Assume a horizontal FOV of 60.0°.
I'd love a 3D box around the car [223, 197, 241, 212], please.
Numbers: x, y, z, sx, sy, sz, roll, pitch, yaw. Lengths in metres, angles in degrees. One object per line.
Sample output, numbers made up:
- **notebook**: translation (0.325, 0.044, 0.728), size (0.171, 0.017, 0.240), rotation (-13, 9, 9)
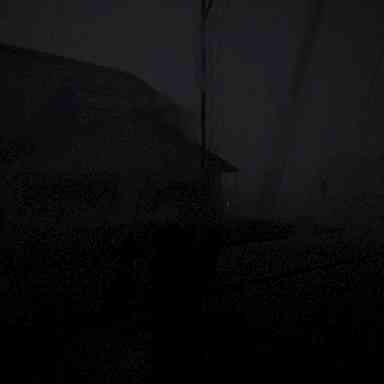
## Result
- **car**: translation (3.417, 1.344, 37.809), size (2.097, 1.767, 4.553), rotation (0, 0, -35)
